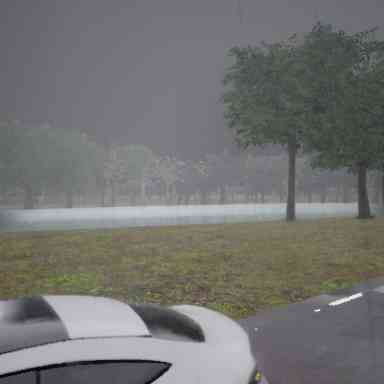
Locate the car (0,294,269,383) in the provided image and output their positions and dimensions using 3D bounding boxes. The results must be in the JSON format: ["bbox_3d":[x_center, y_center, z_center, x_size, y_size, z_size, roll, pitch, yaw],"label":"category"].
[{"bbox_3d":[-1.520,1.526,1.987,4.674,1.442,1.812,0,0,-36],"label":"car"}]
